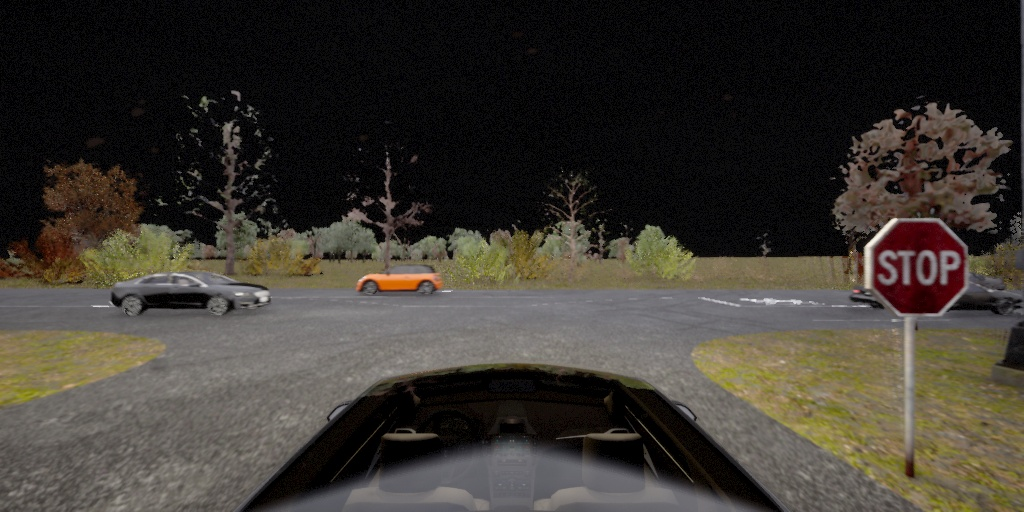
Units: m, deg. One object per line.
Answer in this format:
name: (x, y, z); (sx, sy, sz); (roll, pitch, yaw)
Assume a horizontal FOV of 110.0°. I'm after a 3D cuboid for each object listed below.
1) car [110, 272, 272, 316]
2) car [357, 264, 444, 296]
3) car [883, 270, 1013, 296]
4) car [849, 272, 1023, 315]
car: (-11.629, 1.323, 13.191); (4.902, 1.511, 2.128); (0, 0, -2)
car: (-6.264, 1.261, 20.338); (4.553, 1.767, 2.097); (0, 0, -1)
car: (25.620, 1.566, 21.209); (5.357, 1.411, 2.033); (0, 0, -2)
car: (16.348, 1.481, 13.929); (5.357, 1.411, 2.033); (0, 0, -2)
